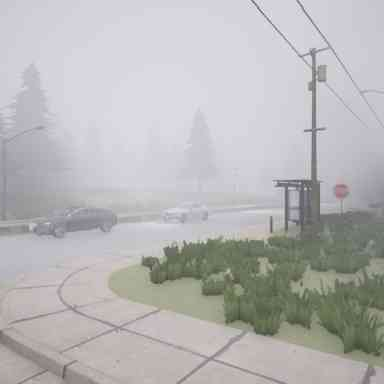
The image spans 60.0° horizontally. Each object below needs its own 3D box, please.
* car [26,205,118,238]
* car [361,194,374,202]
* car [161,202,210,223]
[{"bbox_3d":[-6.222,1.491,17.811,2.128,1.511,4.902,0,0,36],"label":"car"},{"bbox_3d":[40.359,1.355,76.508,2.097,1.767,4.553,0,0,36],"label":"car"},{"bbox_3d":[-0.376,1.526,25.884,1.812,1.442,4.674,0,0,36],"label":"car"}]
